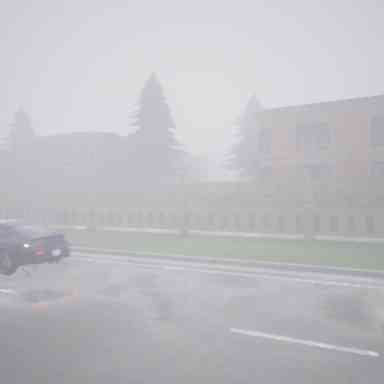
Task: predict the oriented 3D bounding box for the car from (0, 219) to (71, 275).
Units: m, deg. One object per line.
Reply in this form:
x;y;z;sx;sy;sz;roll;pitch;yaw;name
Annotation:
-5.990;1.611;10.606;4.674;1.442;1.812;-1;0;26;car
